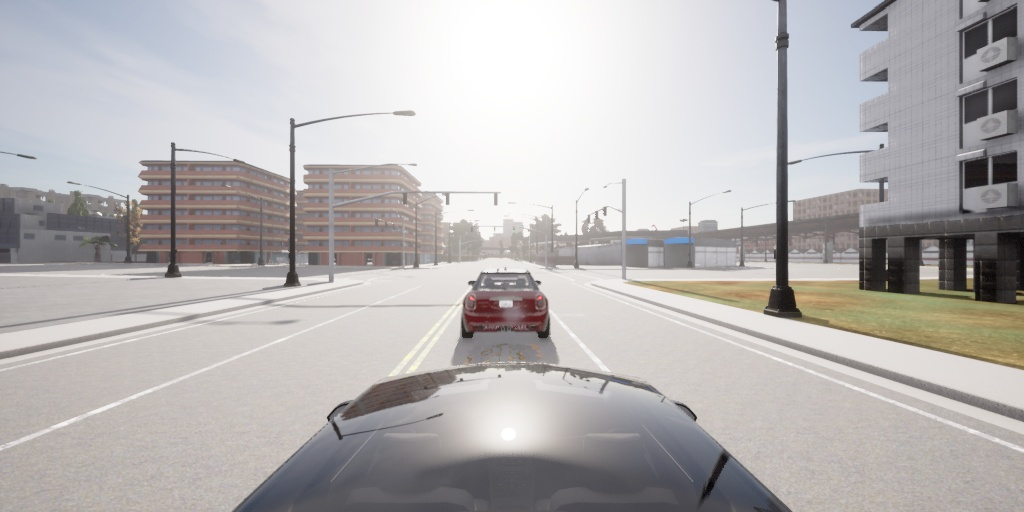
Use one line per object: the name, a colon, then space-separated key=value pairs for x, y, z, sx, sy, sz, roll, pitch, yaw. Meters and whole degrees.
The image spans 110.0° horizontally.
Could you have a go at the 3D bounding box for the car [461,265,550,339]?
car: x=-0.202 y=1.103 z=10.237 sx=2.097 sy=1.767 sz=4.553 roll=0 pitch=0 yaw=-2
